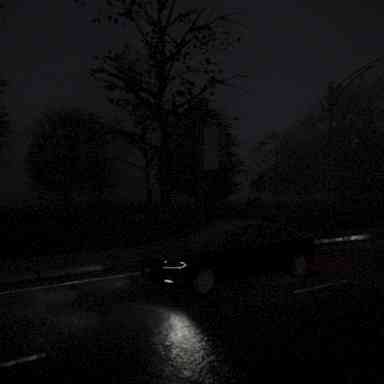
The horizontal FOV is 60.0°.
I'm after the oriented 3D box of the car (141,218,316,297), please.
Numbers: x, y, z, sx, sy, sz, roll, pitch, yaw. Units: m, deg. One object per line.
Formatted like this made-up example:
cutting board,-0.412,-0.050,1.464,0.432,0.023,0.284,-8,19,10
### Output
car,1.106,1.486,8.763,5.008,1.535,1.882,0,0,-33
